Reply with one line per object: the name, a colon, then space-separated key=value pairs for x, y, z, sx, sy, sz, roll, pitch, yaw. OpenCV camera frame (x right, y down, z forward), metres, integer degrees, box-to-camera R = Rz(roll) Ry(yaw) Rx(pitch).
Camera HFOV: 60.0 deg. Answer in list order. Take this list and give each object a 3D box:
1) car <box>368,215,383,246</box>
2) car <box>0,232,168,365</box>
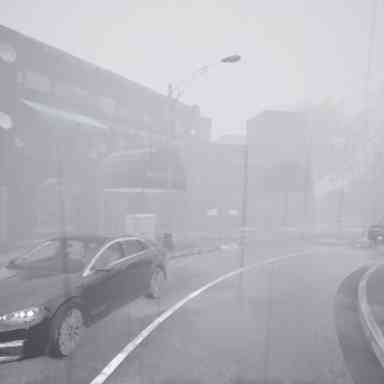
car: x=11.252 y=2.029 z=17.201 sx=4.902 sy=1.511 sz=2.128 roll=0 pitch=-2 yaw=-27
car: x=-2.049 y=1.573 z=6.298 sx=2.128 sy=1.511 sz=4.902 roll=0 pitch=-2 yaw=19
